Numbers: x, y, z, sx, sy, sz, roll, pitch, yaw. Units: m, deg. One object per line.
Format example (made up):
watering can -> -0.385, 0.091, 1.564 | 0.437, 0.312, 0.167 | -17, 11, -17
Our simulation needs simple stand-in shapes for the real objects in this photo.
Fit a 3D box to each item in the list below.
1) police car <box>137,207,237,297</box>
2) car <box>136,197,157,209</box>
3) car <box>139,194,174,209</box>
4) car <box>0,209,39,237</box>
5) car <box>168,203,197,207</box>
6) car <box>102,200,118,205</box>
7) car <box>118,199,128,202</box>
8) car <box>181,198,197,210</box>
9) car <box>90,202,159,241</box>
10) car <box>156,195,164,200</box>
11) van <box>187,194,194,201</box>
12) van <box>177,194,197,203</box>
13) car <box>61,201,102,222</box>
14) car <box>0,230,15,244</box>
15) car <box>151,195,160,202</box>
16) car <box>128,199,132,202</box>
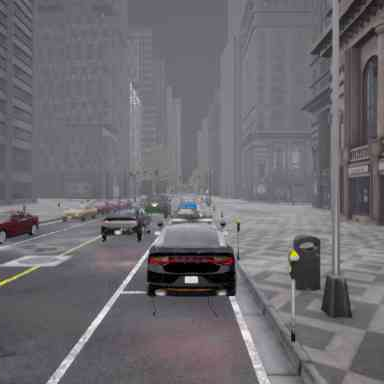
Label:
police car -> -0.012, 1.426, 8.760 | 1.930, 1.638, 5.238 | 0, 0, 0
car -> -6.168, 1.499, 45.615 | 2.128, 1.511, 4.902 | 0, 0, 1
car -> -3.135, 1.228, 30.633 | 2.150, 2.045, 5.566 | 0, 0, 0
car -> -8.916, 1.546, 15.728 | 1.887, 1.381, 4.507 | 0, 0, 0
car -> -0.370, 1.584, 21.237 | 1.802, 1.307, 4.206 | 0, 0, 0
car -> -8.919, 1.548, 32.304 | 1.887, 1.381, 4.507 | 0, 0, 0
car -> -8.921, 1.549, 37.830 | 1.887, 1.381, 4.507 | 0, 0, 0
car -> -0.367, 1.550, 43.337 | 1.887, 1.381, 4.507 | 0, 0, 0
car -> -3.126, 1.494, 16.569 | 2.128, 1.511, 4.902 | 0, 0, 0
car -> -8.906, 1.586, 92.029 | 1.887, 1.381, 4.507 | 0, 0, 0
van -> -0.380, 1.377, 86.847 | 1.690, 1.788, 3.998 | 0, 0, 0
van -> -0.368, 1.345, 32.287 | 1.690, 1.788, 3.998 | 0, 0, 0
car -> -8.918, 1.528, 26.609 | 1.752, 1.417, 4.829 | 0, 0, 0
car -> -3.145, 1.351, 1.617 | 2.097, 1.767, 4.553 | 0, 0, 0
car -> -8.912, 1.555, 81.278 | 1.752, 1.417, 4.829 | 0, 0, 0
car -> -8.922, 1.550, 43.355 | 1.887, 1.381, 4.507 | 0, 0, 0
